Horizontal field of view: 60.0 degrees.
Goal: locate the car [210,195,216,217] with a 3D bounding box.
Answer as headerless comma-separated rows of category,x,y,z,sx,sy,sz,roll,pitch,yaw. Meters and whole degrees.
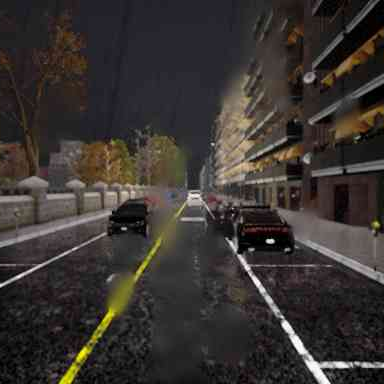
car,2.955,1.269,30.950,1.887,1.381,4.507,0,1,0

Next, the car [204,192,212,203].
car,3.147,1.123,53.467,1.802,1.307,4.206,0,0,0

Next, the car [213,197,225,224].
car,2.906,1.325,25.320,2.008,1.369,4.403,0,1,0

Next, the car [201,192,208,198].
car,3.484,0.694,92.876,1.967,1.590,4.097,0,0,0

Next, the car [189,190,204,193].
car,0.454,0.765,53.005,2.150,2.045,5.566,0,0,0

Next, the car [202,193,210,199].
car,3.387,0.898,81.618,1.947,1.339,4.313,0,0,0

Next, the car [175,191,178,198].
car,-4.993,0.894,81.690,1.947,1.339,4.313,0,0,0

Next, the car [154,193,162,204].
car,-5.330,1.166,42.280,1.887,1.381,4.507,0,0,0

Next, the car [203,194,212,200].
car,3.291,0.997,70.358,1.802,1.307,4.206,0,0,0

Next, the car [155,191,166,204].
car,-5.281,1.018,47.907,1.967,1.590,4.097,0,0,0

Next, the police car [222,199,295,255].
police car,2.475,1.309,12.990,1.930,1.638,5.238,0,1,0

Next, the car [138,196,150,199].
car,-5.425,1.285,31.023,1.947,1.339,4.313,0,1,0

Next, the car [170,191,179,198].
car,-4.896,0.564,92.947,2.192,1.841,5.009,0,0,0

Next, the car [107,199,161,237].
car,-2.955,1.322,17.124,1.882,1.535,5.008,0,0,1

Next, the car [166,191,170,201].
car,-5.234,0.851,53.537,2.192,1.841,5.009,0,0,0

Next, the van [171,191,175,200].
van,-5.089,0.752,70.428,1.690,1.788,3.998,0,0,0

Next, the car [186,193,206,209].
car,0.391,1.177,39.072,1.812,1.442,4.674,0,0,1

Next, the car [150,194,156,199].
car,-5.378,1.251,36.653,1.802,1.307,4.206,0,1,0
